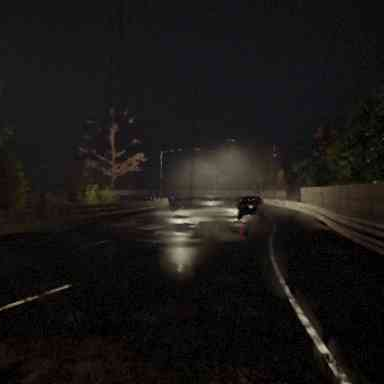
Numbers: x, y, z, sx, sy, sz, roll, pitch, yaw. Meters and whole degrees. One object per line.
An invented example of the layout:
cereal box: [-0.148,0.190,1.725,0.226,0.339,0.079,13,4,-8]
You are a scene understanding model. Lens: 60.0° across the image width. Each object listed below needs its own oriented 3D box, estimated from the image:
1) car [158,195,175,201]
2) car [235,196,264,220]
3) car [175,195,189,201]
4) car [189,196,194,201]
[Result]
car: [-6.736,1.701,88.740,1.994,1.385,4.181,1,0,-22]
car: [5.351,1.368,30.174,2.150,2.045,5.566,1,0,10]
car: [-3.233,1.793,89.391,1.895,1.301,4.718,1,0,-22]
car: [-1.145,1.761,93.697,2.128,1.511,4.902,1,0,-22]
